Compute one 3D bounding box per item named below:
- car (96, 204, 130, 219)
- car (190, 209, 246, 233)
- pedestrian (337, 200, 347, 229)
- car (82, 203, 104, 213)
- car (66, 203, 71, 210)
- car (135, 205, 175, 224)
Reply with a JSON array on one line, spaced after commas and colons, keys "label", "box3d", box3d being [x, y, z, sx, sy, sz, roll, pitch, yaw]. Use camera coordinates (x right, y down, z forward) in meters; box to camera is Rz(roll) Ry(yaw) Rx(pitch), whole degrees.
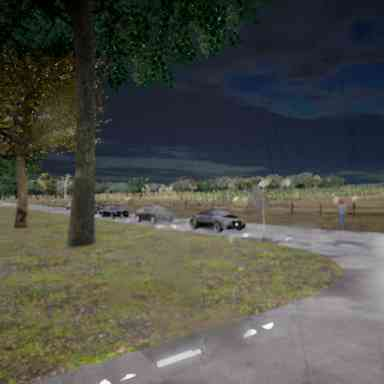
[{"label": "car", "box3d": [-8.660, 2.232, 36.966, 1.895, 1.301, 4.718, -1, 0, -35]}, {"label": "car", "box3d": [1.635, 1.870, 22.267, 1.994, 1.385, 4.181, -1, 0, -35]}, {"label": "pedestrian", "box3d": [9.611, 1.404, 21.282, 0.375, 1.860, 0.375, -3, 2, -35]}, {"label": "car", "box3d": [-15.578, 2.453, 51.966, 1.895, 1.301, 4.718, -1, 0, -35]}, {"label": "car", "box3d": [-21.416, 2.589, 60.291, 1.994, 1.385, 4.181, -1, 0, -35]}, {"label": "car", "box3d": [-3.384, 1.971, 29.424, 1.837, 1.490, 4.892, -1, 0, -35]}]
